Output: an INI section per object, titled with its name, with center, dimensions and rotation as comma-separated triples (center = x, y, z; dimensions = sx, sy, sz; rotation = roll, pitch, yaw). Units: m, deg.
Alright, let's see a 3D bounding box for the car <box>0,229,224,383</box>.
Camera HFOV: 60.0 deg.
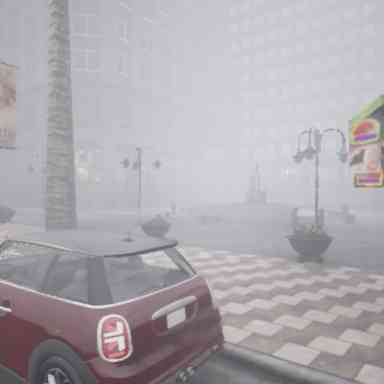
[car]
center = -1.893, 1.322, 4.728
dimensions = 4.553, 1.767, 2.185
rotation = 1, 0, 36
